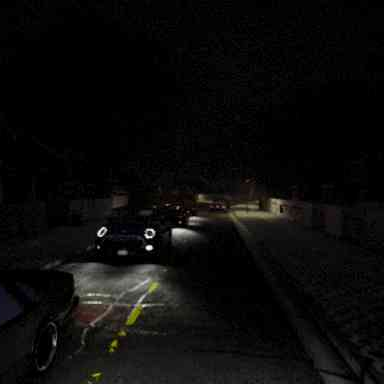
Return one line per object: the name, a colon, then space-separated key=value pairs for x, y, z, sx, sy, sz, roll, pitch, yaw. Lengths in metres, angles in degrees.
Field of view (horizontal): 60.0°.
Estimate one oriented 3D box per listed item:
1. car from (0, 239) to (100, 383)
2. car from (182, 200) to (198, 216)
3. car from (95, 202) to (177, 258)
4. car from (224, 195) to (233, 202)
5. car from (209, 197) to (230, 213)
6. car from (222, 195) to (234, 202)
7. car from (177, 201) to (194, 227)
car: x=-2.732 y=1.499 z=2.788 sx=2.033 sy=1.411 sz=5.357 roll=1 pitch=0 yaw=4
car: x=-0.457 y=1.513 z=32.463 sx=1.812 sy=1.442 sz=4.674 roll=1 pitch=0 yaw=5
car: x=-2.006 y=1.317 z=12.646 sx=2.097 sy=1.767 sz=4.553 roll=1 pitch=0 yaw=4
car: x=4.648 y=1.540 z=49.583 sx=1.882 sy=1.535 sz=5.008 roll=1 pitch=0 yaw=9
car: x=2.941 y=1.592 z=37.186 sx=2.033 sy=1.411 sz=5.357 roll=1 pitch=0 yaw=6
car: x=8.495 y=1.484 z=78.165 sx=1.882 sy=1.535 sz=5.008 roll=1 pitch=0 yaw=16
car: x=-1.260 y=1.541 z=22.509 sx=1.994 sy=1.385 sz=4.181 roll=1 pitch=0 yaw=5
